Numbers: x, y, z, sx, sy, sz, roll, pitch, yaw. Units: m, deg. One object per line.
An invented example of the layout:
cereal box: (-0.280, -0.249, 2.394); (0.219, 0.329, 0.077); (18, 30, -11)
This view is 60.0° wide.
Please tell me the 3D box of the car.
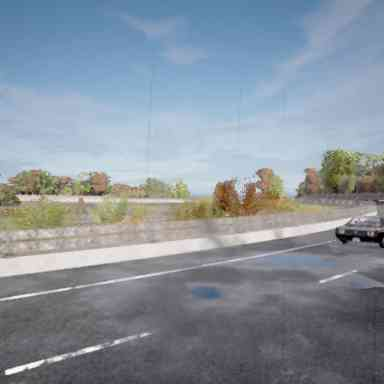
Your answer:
car: (8.758, 1.813, 15.998); (4.718, 1.301, 1.895); (1, -1, -44)
